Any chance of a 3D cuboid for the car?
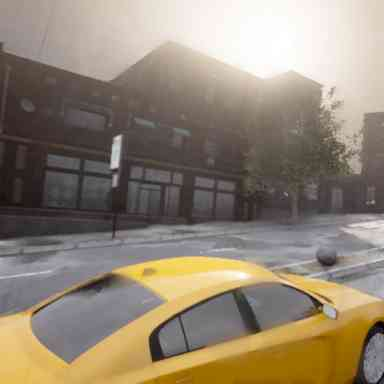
[{"bbox_3d":[0.269,1.485,3.631,5.008,1.535,1.882,0,0,-36],"label":"car"}]
